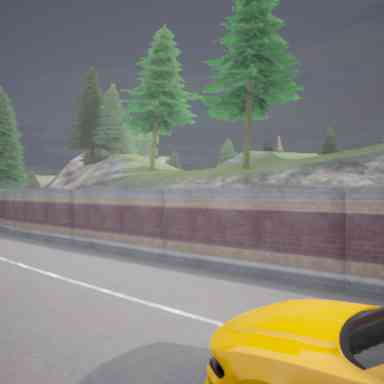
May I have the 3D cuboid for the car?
[{"bbox_3d":[2.428,1.487,2.344,5.008,1.535,1.882,0,0,35],"label":"car"}]
